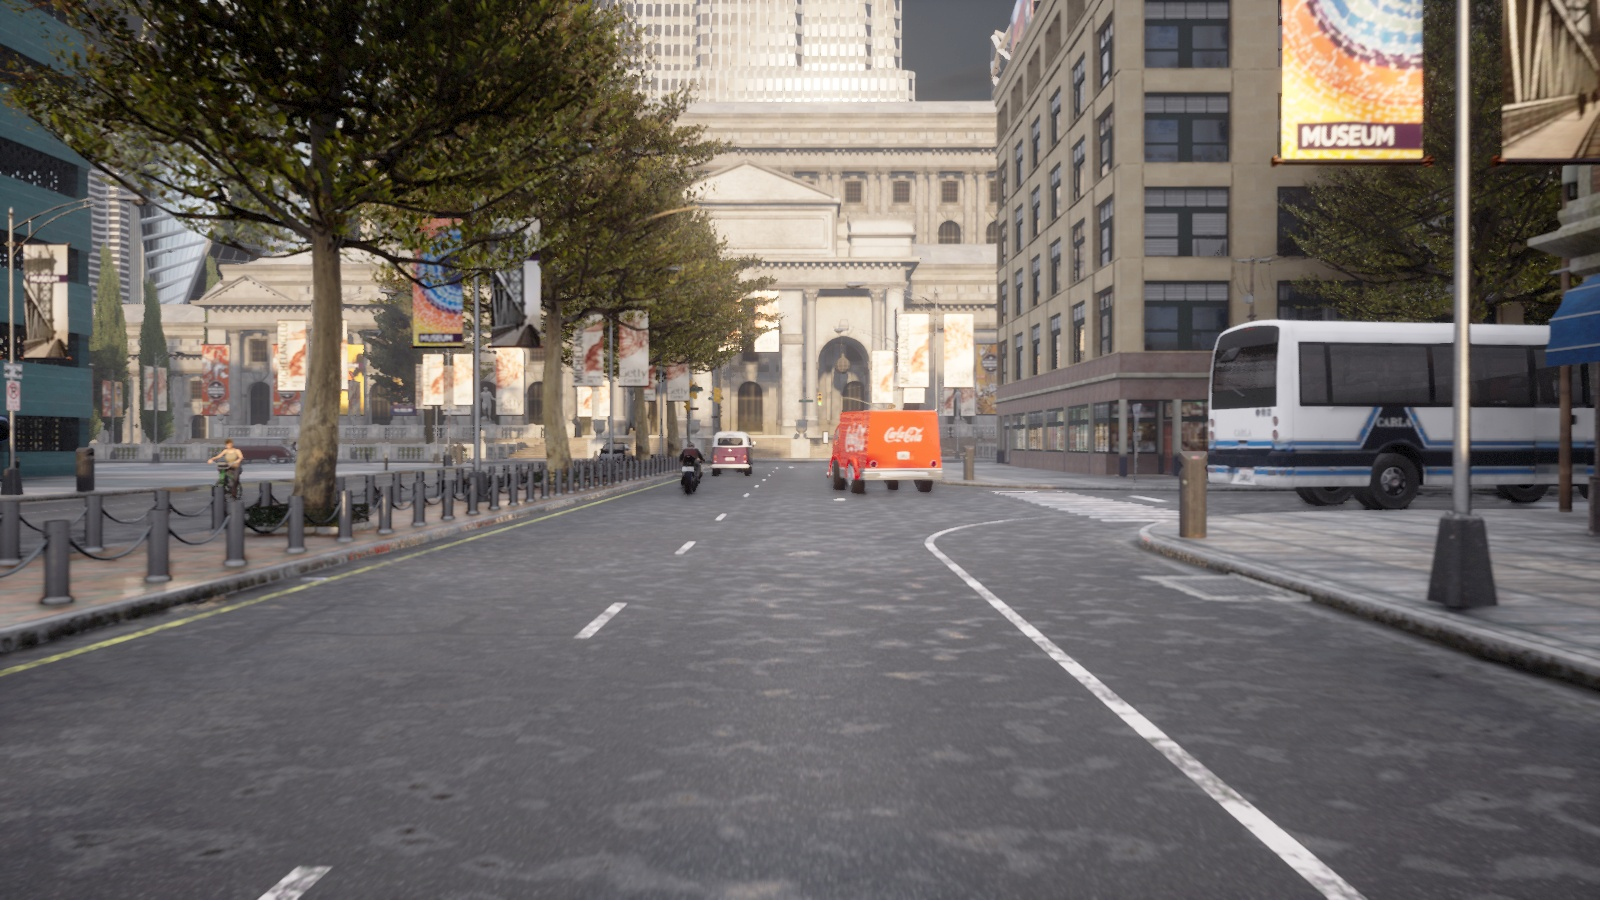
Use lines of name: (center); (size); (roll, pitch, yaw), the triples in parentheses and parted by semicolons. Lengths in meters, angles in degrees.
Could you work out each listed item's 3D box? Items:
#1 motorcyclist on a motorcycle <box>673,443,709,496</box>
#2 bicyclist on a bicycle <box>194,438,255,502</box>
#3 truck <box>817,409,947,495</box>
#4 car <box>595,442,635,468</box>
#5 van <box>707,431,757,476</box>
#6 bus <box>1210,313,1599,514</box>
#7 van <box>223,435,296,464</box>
motorcyclist on a motorcycle: (-3.271, 0.566, 37.828); (0.866, 1.530, 2.191); (0, 0, 0)
bicyclist on a bicycle: (-14.797, 0.489, 32.332); (0.866, 1.612, 1.509); (0, 0, 1)
truck: (2.422, 0.042, 38.893); (2.627, 2.467, 5.204); (0, 0, -13)
car: (-11.055, 0.293, 75.153); (1.789, 1.549, 3.705); (0, 0, 1)
van: (-3.151, 0.136, 58.759); (2.069, 2.038, 4.480); (0, 0, 0)
bus: (15.351, -0.784, 29.448); (10.273, 4.253, 3.944); (0, 0, -11)
van: (-38.220, -0.033, 88.891); (4.442, 1.987, 1.775); (0, 0, 0)
